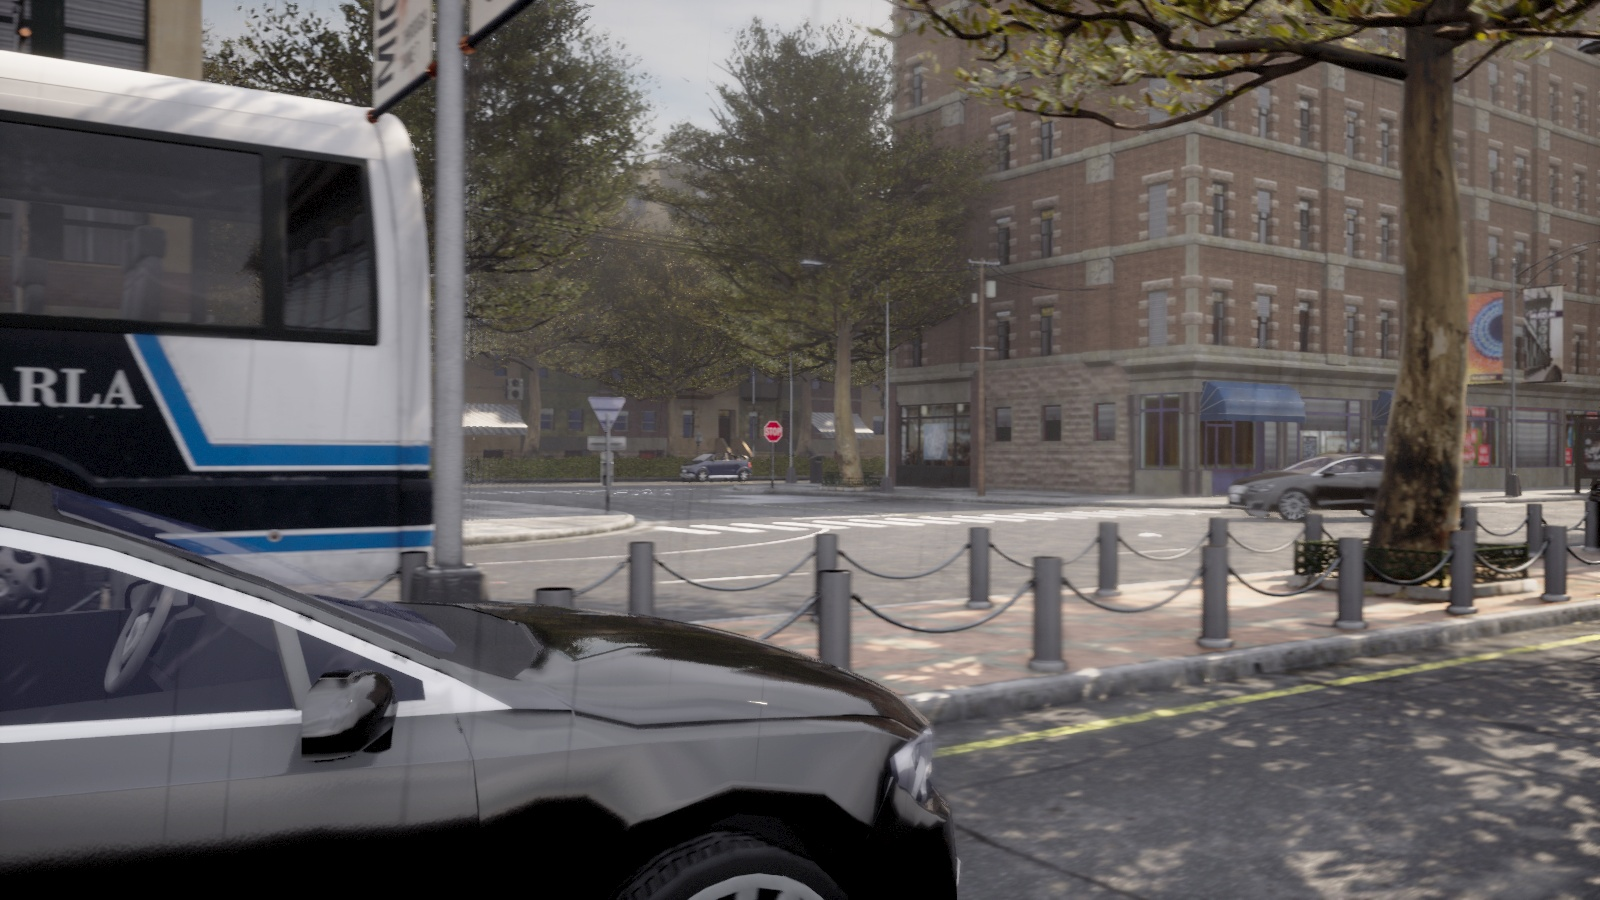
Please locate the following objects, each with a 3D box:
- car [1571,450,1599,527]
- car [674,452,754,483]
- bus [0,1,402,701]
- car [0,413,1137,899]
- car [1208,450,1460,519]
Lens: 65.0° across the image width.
[{"bbox_3d":[18.071,0.757,25.842,5.008,1.535,1.882,0,0,-35],"label":"car"},{"bbox_3d":[-4.447,0.895,64.986,3.705,1.549,1.789,-1,0,-35],"label":"car"},{"bbox_3d":[-8.204,-0.597,7.717,10.273,4.253,3.944,0,0,-35],"label":"bus"},{"bbox_3d":[-1.844,0.710,2.380,4.902,1.511,2.128,0,0,-35],"label":"car"},{"bbox_3d":[12.173,0.754,28.801,4.902,1.511,2.128,0,0,-7],"label":"car"}]
